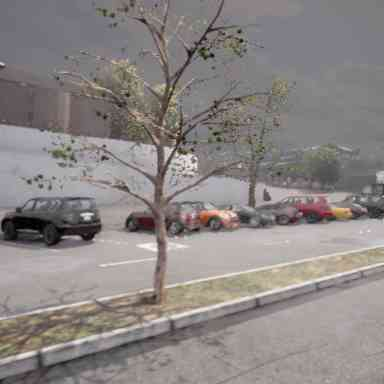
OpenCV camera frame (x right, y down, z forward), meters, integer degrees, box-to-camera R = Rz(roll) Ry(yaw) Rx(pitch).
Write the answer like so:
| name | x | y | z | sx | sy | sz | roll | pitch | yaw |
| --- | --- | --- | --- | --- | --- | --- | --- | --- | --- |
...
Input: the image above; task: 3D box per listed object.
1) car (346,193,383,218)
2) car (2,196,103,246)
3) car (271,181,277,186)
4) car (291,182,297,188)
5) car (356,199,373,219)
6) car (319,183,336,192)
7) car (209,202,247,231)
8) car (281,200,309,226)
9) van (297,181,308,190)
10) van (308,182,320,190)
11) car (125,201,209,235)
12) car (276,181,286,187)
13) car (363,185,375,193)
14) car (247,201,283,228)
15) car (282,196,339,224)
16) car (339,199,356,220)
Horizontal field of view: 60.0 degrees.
| name | x | y | z | sx | sy | sz | roll | pitch | yaw |
| --- | --- | --- | --- | --- | --- | --- | --- | --- | --- |
| car | 15.416 | 1.350 | 31.195 | 5.566 | 2.045 | 2.435 | -1 | -1 | 35 |
| car | -6.608 | 1.242 | 15.534 | 5.566 | 2.045 | 2.435 | -1 | -1 | 35 |
| car | 22.249 | -2.098 | 87.024 | 2.002 | 1.452 | 4.674 | 7 | 3 | 35 |
| car | 25.821 | -1.592 | 82.240 | 1.946 | 1.575 | 5.366 | 7 | 3 | 35 |
| car | 12.987 | 1.625 | 29.437 | 4.674 | 1.452 | 2.002 | -1 | -1 | 35 |
| car | 30.880 | -0.774 | 74.672 | 2.231 | 1.521 | 4.892 | 7 | 3 | 35 |
| car | 0.729 | 1.390 | 20.767 | 4.553 | 1.767 | 2.185 | -1 | -1 | 34 |
| car | 5.616 | 1.569 | 24.238 | 4.792 | 1.488 | 2.163 | -1 | -1 | 35 |
| van | 27.394 | -1.545 | 79.508 | 1.878 | 1.987 | 4.442 | 7 | 3 | 35 |
| van | 29.122 | -1.272 | 77.036 | 1.878 | 1.987 | 4.442 | 7 | 3 | 35 |
| car | -1.667 | 1.379 | 18.984 | 4.553 | 1.767 | 2.185 | -1 | -1 | 35 |
| car | 23.990 | -1.824 | 84.561 | 2.002 | 1.452 | 4.674 | 7 | 3 | 35 |
| car | 36.088 | -0.207 | 67.285 | 2.435 | 2.045 | 5.566 | 7 | 3 | 35 |
| car | 3.195 | 1.528 | 22.492 | 4.892 | 1.521 | 2.231 | -1 | -1 | 35 |
| car | 8.061 | 1.304 | 25.984 | 5.566 | 2.045 | 2.435 | -1 | -1 | 35 |
| car | 10.381 | 1.569 | 27.810 | 5.366 | 1.575 | 1.946 | -1 | -1 | 35 |
